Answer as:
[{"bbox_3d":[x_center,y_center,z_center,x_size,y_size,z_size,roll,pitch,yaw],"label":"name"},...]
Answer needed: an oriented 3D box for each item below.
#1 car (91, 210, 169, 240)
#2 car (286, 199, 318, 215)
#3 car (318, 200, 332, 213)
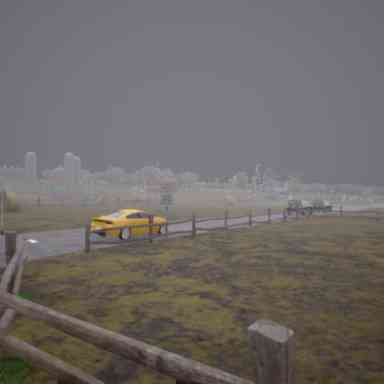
[{"bbox_3d":[-3.380,1.750,19.106,1.882,1.535,5.008,2,0,36],"label":"car"},{"bbox_3d":[14.109,2.005,43.287,2.150,2.045,5.566,2,0,36],"label":"car"},{"bbox_3d":[20.153,2.192,51.745,2.150,2.045,5.566,2,0,36],"label":"car"}]
